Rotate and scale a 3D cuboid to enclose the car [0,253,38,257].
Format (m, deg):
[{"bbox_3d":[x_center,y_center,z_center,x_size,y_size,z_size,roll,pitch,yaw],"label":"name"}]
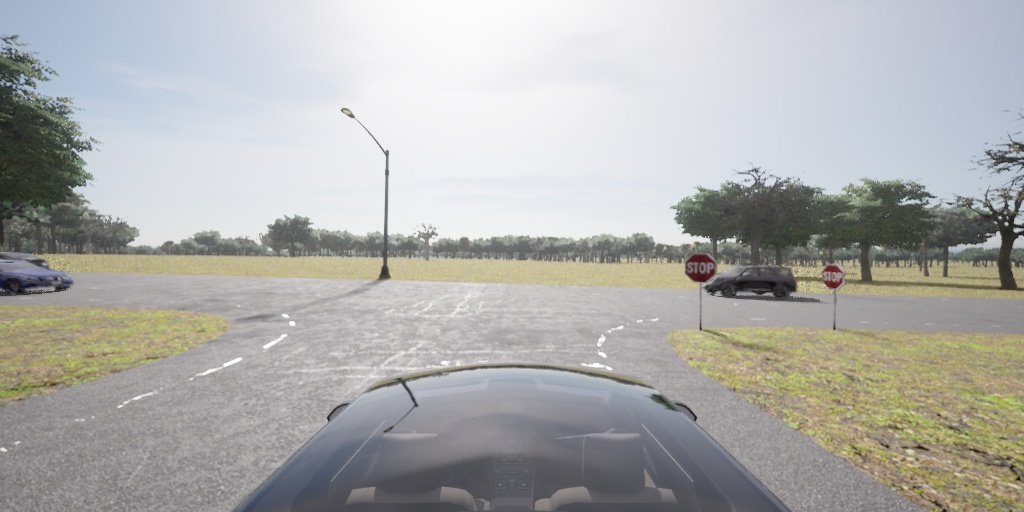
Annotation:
[{"bbox_3d":[-33.477,0.518,23.471,4.892,1.490,1.837,1,1,0],"label":"car"}]

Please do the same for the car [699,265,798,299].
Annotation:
[{"bbox_3d":[15.289,1.609,23.294,5.566,2.045,2.150,1,1,0],"label":"car"}]

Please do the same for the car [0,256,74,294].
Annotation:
[{"bbox_3d":[-23.205,0.902,16.449,4.674,1.442,1.812,2,1,0],"label":"car"}]
